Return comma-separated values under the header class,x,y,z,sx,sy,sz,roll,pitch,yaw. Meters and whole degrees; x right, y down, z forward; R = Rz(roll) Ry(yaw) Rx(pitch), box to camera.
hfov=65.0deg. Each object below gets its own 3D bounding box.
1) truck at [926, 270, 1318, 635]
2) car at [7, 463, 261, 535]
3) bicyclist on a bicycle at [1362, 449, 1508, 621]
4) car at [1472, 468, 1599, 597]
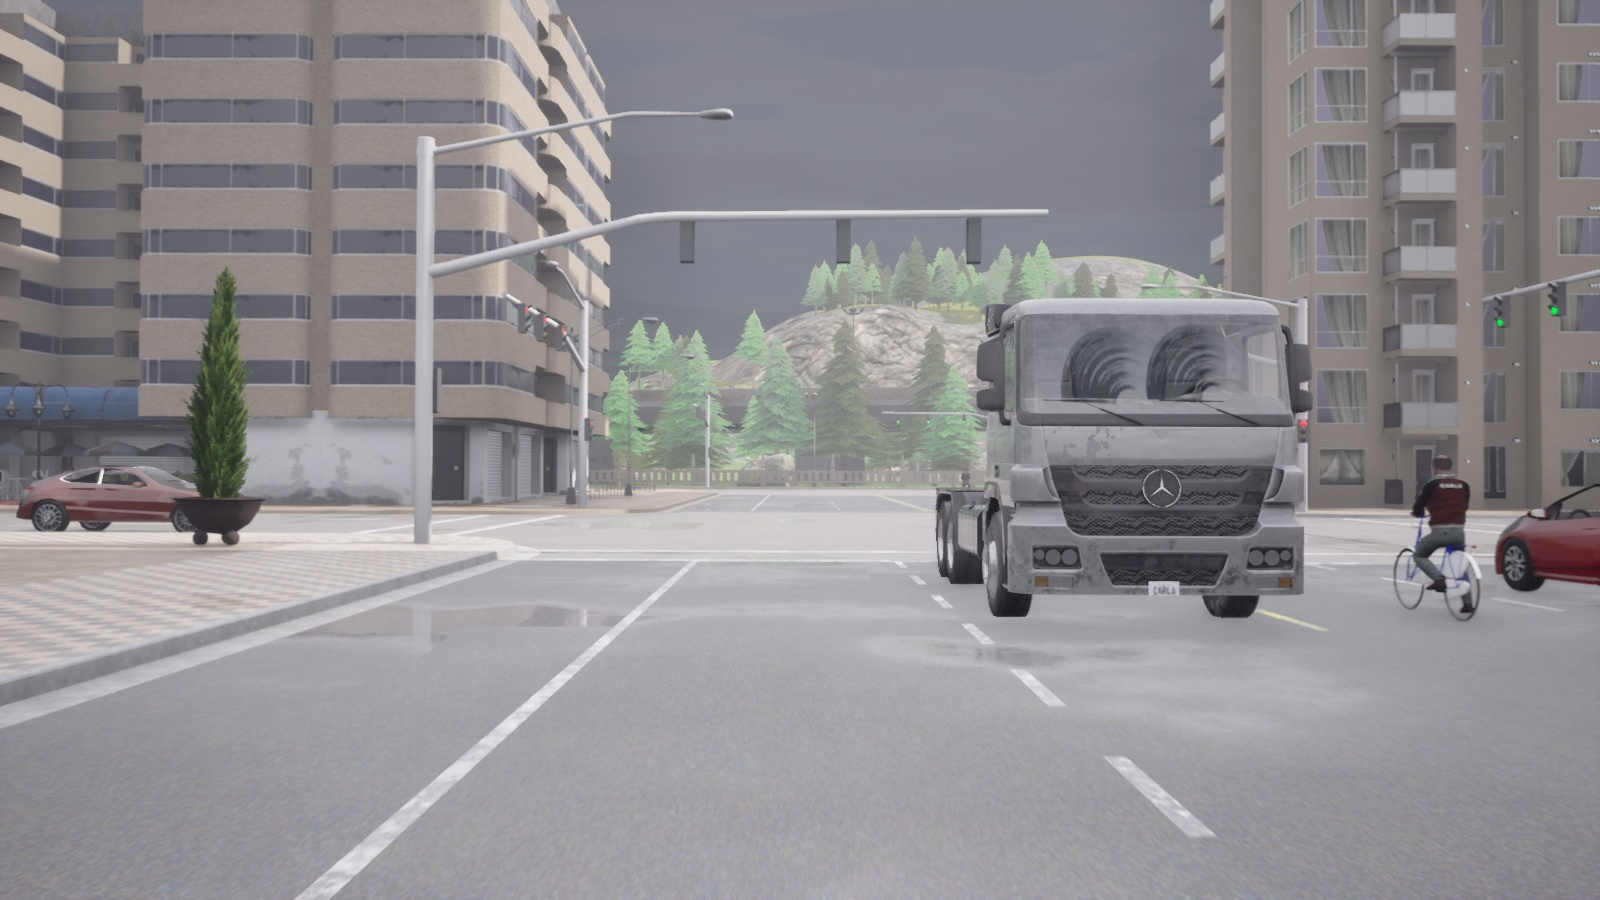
class,x,y,z,sx,sy,sz,roll,pitch,yaw
truck,3.459,0.085,15.921,2.891,3.462,7.936,0,-1,0
car,-16.085,1.169,30.535,5.027,1.651,2.152,0,-1,0
bicyclist on a bicycle,6.967,0.890,13.886,0.659,1.776,1.843,0,-1,0
car,10.464,0.977,15.397,2.007,1.525,4.514,0,-1,0
